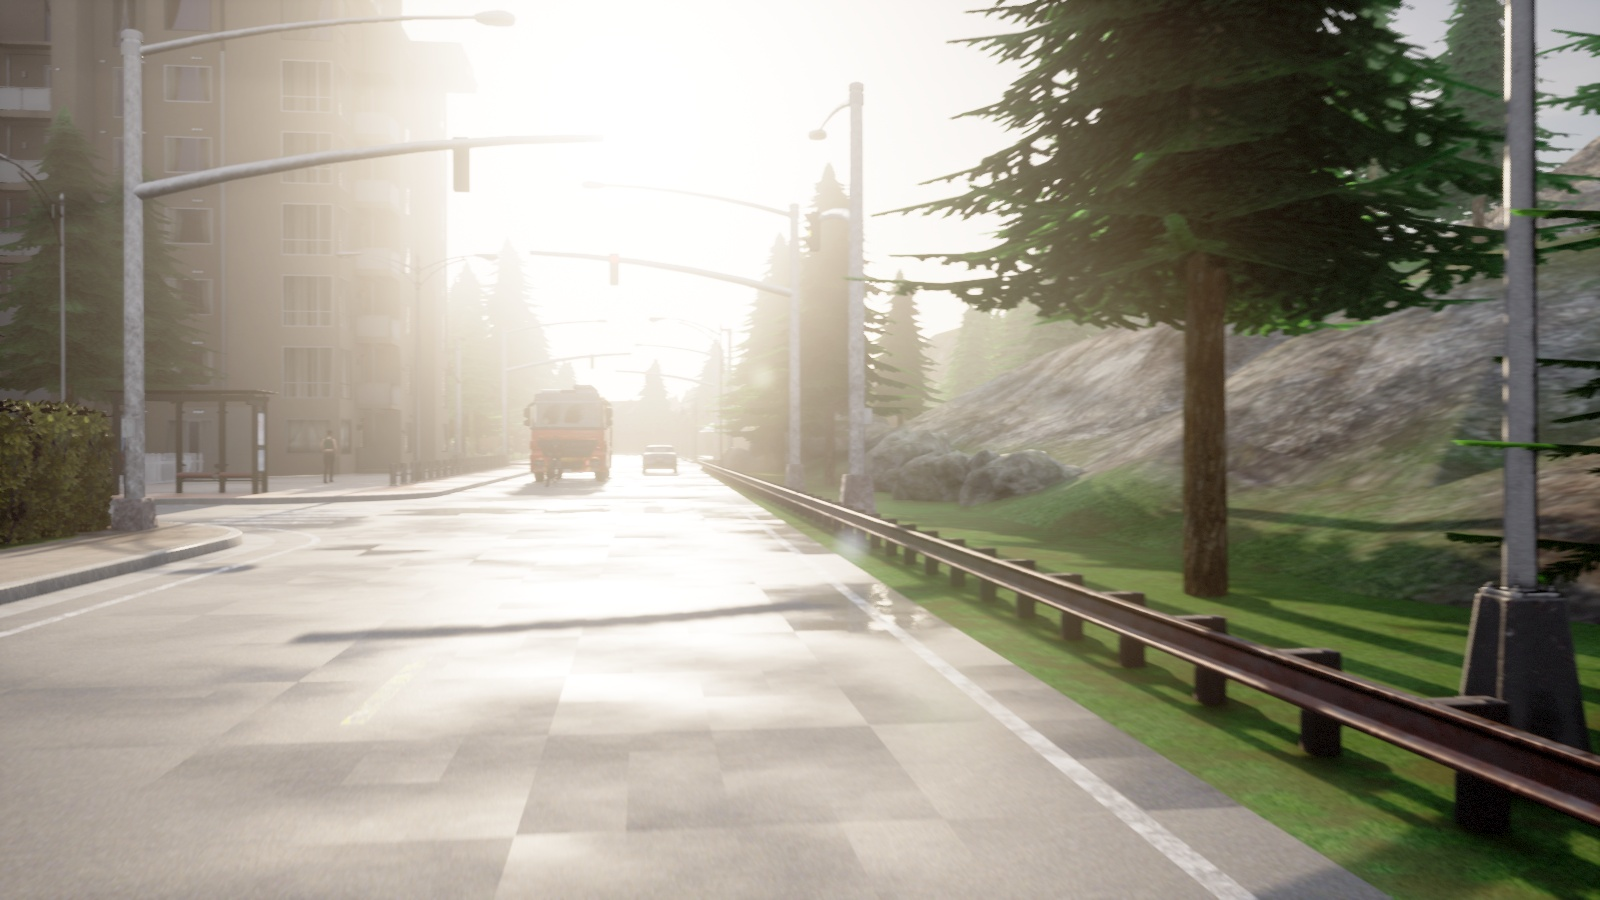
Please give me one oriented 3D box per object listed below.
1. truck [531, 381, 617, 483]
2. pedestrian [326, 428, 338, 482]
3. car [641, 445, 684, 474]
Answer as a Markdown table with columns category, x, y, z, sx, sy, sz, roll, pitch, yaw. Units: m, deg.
| category | x | y | z | sx | sy | sz | roll | pitch | yaw |
| --- | --- | --- | --- | --- | --- | --- | --- | --- | --- |
| truck | -9.111 | -0.703 | 51.358 | 2.891 | 3.827 | 8.468 | 0 | 0 | -6 |
| pedestrian | -15.853 | 0.160 | 42.544 | 0.345 | 1.836 | 0.594 | 0 | 0 | -15 |
| car | -6.844 | 0.444 | 62.645 | 2.033 | 1.411 | 5.357 | 0 | 0 | -6 |
